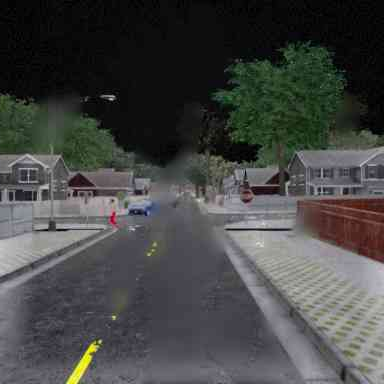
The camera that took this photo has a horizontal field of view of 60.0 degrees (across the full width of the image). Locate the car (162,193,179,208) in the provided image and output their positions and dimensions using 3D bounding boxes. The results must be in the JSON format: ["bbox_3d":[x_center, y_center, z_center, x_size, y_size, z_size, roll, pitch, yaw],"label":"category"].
[{"bbox_3d":[-3.284,1.207,47.164,2.150,2.045,5.566,0,0,0],"label":"car"}]

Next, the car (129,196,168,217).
[{"bbox_3d":[-4.286,1.487,31.765,1.882,1.535,5.008,0,1,16],"label":"car"}]

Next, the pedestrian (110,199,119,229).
[{"bbox_3d":[-4.694,1.289,19.781,0.375,1.860,0.375,0,0,-1],"label":"pedestrian"}]

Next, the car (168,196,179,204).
[{"bbox_3d":[-3.379,1.501,62.353,1.812,1.442,4.674,0,0,0],"label":"car"}]
